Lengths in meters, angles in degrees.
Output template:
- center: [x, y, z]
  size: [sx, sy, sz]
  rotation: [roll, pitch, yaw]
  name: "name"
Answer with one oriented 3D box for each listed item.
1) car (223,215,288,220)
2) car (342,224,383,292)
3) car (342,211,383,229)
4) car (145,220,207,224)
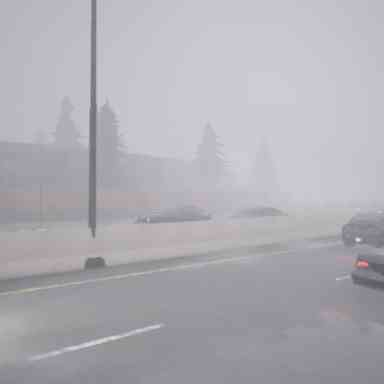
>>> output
- center: [3.891, 1.601, 20.083]
  size: [4.892, 1.490, 1.837]
  rotation: [0, 0, -40]
  name: "car"
- center: [5.973, 1.609, 8.084]
  size: [5.357, 1.411, 2.033]
  rotation: [0, 0, -37]
  name: "car"
- center: [8.311, 1.603, 14.388]
  size: [4.892, 1.490, 1.837]
  rotation: [0, 0, -39]
  name: "car"
- center: [-1.173, 1.672, 20.503]
  size: [4.718, 1.301, 1.895]
  rotation: [0, 0, -37]
  name: "car"
